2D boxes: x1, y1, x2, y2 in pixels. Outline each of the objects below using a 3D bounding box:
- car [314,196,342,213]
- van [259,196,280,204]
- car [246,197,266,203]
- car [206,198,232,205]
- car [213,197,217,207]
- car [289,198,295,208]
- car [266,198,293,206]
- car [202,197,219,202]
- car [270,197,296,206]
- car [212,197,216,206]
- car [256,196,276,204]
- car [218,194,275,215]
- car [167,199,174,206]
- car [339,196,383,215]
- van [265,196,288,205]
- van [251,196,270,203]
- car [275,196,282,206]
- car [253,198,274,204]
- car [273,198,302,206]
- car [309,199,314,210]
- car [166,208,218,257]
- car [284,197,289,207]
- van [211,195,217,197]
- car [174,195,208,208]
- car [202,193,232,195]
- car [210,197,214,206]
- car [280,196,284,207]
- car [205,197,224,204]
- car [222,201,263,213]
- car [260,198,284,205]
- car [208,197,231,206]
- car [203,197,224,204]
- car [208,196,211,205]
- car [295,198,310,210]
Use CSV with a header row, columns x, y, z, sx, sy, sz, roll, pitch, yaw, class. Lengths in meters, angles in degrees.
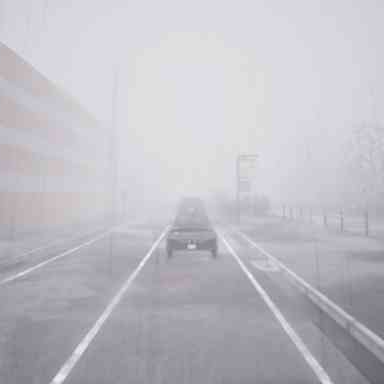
x,y,z,sx,sy,sz,roll,pitch,yaw,class
18.675,1.538,41.246,5.566,2.045,2.435,0,0,-1,car
18.148,1.859,77.826,4.442,1.987,1.878,0,-1,-1,van
17.770,2.164,92.071,5.008,1.535,2.097,0,1,-1,car
5.753,2.035,71.884,5.366,1.575,1.946,0,0,-1,car
5.978,1.899,49.279,4.674,1.452,2.002,0,0,-1,car
18.489,1.883,52.413,5.008,1.535,2.097,0,0,-1,car
18.187,2.018,69.476,5.008,1.535,2.097,0,0,-1,car
5.156,2.180,94.504,4.674,1.452,2.002,0,1,-1,car
18.264,1.870,66.655,4.553,1.767,2.185,0,0,-1,car
5.932,1.922,52.105,4.674,1.452,2.002,0,0,-1,car
17.947,1.982,80.769,4.553,1.767,2.185,0,0,-1,car
6.159,1.509,37.980,5.566,2.045,2.435,0,-1,-1,car
-3.704,2.092,64.583,1.994,1.385,4.181,0,0,0,car
18.746,1.602,35.466,4.553,1.767,2.185,0,0,-1,car
18.248,1.814,72.176,4.442,1.987,1.878,0,0,-1,van
17.760,1.925,86.291,4.442,1.987,1.878,0,0,-1,van
18.341,1.951,61.007,5.008,1.535,2.097,0,0,-1,car
17.961,2.158,83.466,4.792,1.488,2.163,0,-1,-1,car
18.280,1.974,63.830,5.008,1.535,2.097,0,0,-1,car
18.660,1.815,43.944,4.892,1.521,2.231,0,0,-1,car
0.002,1.626,13.513,2.128,1.511,4.902,0,0,0,car
18.438,1.906,55.236,5.008,1.535,2.097,0,0,-1,car
5.943,1.701,57.759,4.442,1.987,1.878,0,0,-1,van
-0.067,1.492,27.560,2.150,2.045,5.566,0,0,0,car
5.544,1.809,74.709,5.566,2.045,2.435,0,0,-1,car
5.848,1.934,54.929,4.792,1.488,2.163,0,0,-1,car
18.420,1.958,58.060,4.792,1.488,2.163,0,0,-1,car
5.444,1.979,80.358,4.553,1.767,2.185,0,0,-1,car
6.133,1.826,40.802,4.674,1.452,2.002,0,-1,-1,car
18.088,2.063,74.998,4.892,1.521,2.231,0,0,-1,car
5.650,1.890,69.057,4.553,1.767,2.185,0,0,-1,car
5.355,2.127,83.181,5.008,1.535,2.097,0,0,-1,car
5.772,1.989,60.580,4.674,1.452,2.002,0,0,-1,car
18.542,1.862,49.590,4.892,1.521,2.231,0,-1,-1,car
